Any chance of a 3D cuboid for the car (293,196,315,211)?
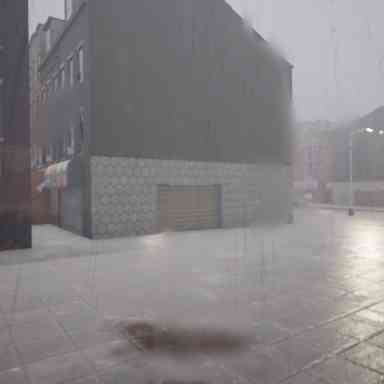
[{"bbox_3d":[11.272,1.251,36.719,2.128,1.511,4.902,-1,1,-35],"label":"car"}]
